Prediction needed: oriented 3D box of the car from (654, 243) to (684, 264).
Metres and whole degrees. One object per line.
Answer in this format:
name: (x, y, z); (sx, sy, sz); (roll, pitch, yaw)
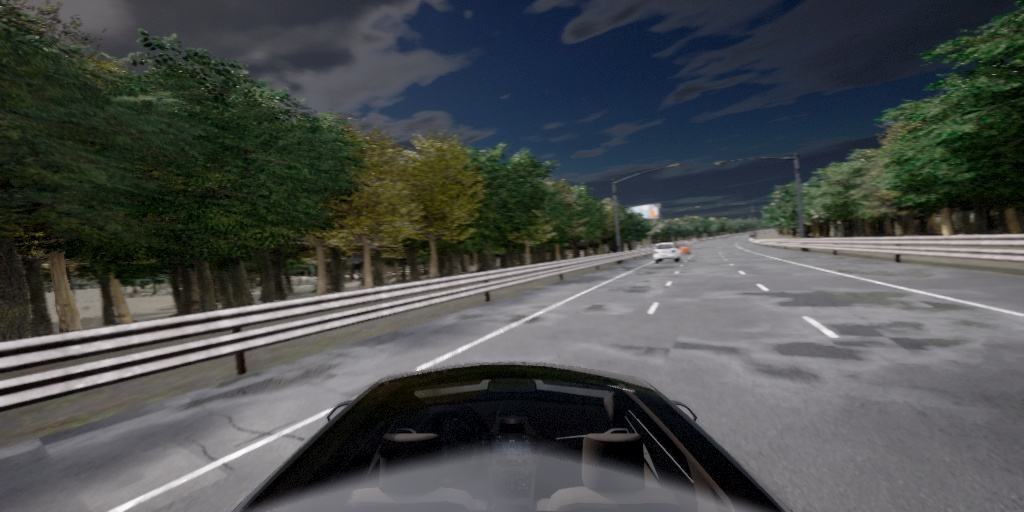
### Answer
car: (16.416, -0.357, 37.866); (2.150, 2.045, 5.566); (-5, 0, 29)
